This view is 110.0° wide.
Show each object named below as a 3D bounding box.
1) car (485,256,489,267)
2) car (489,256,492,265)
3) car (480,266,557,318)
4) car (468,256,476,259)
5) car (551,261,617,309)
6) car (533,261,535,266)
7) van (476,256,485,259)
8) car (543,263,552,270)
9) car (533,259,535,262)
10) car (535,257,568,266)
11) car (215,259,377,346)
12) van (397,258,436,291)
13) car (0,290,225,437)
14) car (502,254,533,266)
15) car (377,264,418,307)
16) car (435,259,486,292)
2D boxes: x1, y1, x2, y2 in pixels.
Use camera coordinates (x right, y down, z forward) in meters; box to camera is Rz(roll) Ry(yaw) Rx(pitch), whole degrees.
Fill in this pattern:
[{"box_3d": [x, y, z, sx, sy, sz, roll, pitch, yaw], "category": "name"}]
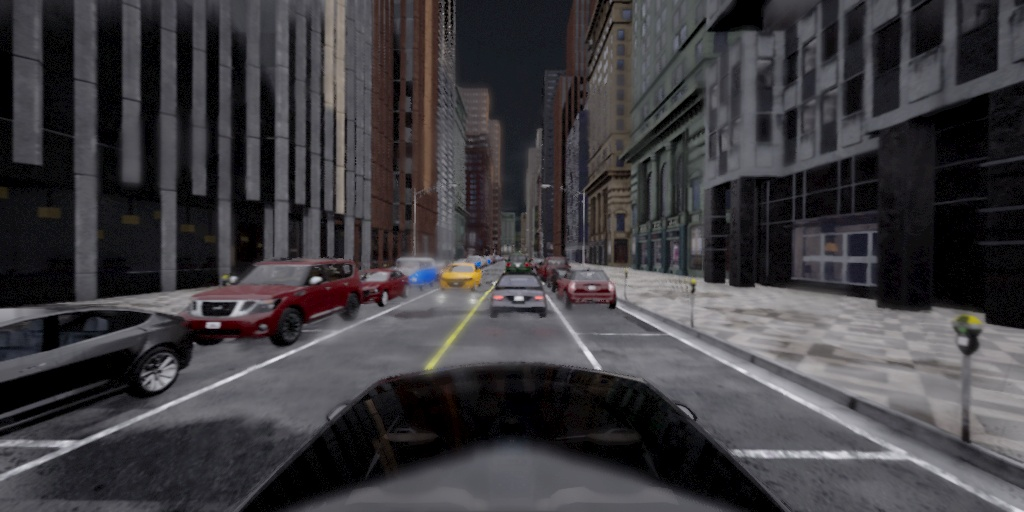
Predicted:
[{"box_3d": [-5.021, 1.083, 54.304, 1.751, 1.417, 4.829, 0, 0, 1], "category": "car"}, {"box_3d": [-4.935, 1.094, 60.109, 2.007, 1.370, 4.403, 0, 0, 1], "category": "car"}, {"box_3d": [0.236, 1.266, 12.864, 2.033, 1.411, 5.357, 0, 0, 1], "category": "car"}, {"box_3d": [-5.268, 1.045, 37.566, 1.967, 1.591, 4.097, 0, 0, 1], "category": "car"}, {"box_3d": [2.922, 1.171, 14.905, 1.967, 1.591, 4.097, 0, 0, 1], "category": "car"}, {"box_3d": [3.172, 1.227, 31.813, 1.888, 1.381, 4.507, 0, 0, 1], "category": "car"}, {"box_3d": [-5.102, 0.914, 48.838, 1.690, 1.789, 3.998, 0, 0, 1], "category": "van"}, {"box_3d": [3.006, 1.281, 20.541, 1.948, 1.339, 4.313, 0, 0, 1], "category": "car"}, {"box_3d": [3.256, 1.232, 37.449, 1.948, 1.339, 4.313, 0, 0, 1], "category": "car"}, {"box_3d": [3.089, 1.013, 26.177, 2.192, 1.841, 5.009, 0, 0, 1], "category": "car"}, {"box_3d": [-5.685, 1.001, 9.385, 2.192, 1.841, 5.009, 0, 0, 1], "category": "car"}, {"box_3d": [-5.518, 0.995, 20.658, 1.690, 1.789, 3.998, 0, 0, 1], "category": "van"}, {"box_3d": [-5.768, 1.269, 3.749, 1.948, 1.339, 4.313, 0, 0, 1], "category": "car"}, {"box_3d": [0.525, 0.883, 32.357, 2.150, 2.045, 5.566, 0, 0, 1], "category": "car"}, {"box_3d": [-5.602, 1.215, 15.022, 1.888, 1.381, 4.507, 0, 0, 1], "category": "car"}, {"box_3d": [-2.841, 1.150, 20.912, 1.882, 1.535, 5.008, 0, 0, 1], "category": "car"}]
